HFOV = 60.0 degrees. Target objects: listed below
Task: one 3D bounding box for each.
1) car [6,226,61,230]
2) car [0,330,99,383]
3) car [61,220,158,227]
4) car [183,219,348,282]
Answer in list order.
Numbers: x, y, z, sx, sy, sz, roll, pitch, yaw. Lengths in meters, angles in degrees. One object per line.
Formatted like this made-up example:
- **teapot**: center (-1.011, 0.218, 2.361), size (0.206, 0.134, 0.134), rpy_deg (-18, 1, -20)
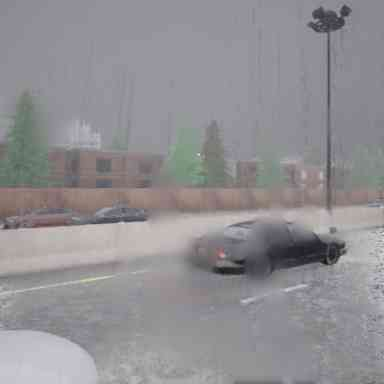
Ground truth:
- **car**: center (-8.568, 1.545, 19.374), size (4.181, 1.385, 1.994), rpy_deg (0, 0, -35)
- **car**: center (-2.826, 1.530, 1.731), size (4.674, 1.442, 1.812), rpy_deg (0, 0, -35)
- **car**: center (-4.241, 1.478, 18.160), size (4.892, 1.490, 1.837), rpy_deg (0, 0, -35)
- **car**: center (2.335, 1.521, 9.707), size (5.357, 1.411, 2.033), rpy_deg (0, 0, -35)
